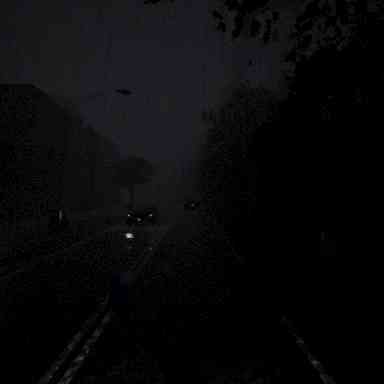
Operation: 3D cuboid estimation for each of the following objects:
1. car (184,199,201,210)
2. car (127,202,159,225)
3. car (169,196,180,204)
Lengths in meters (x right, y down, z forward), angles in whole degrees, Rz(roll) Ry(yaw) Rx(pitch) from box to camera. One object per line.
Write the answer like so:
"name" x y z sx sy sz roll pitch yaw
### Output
"car" 0.062 1.488 40.905 1.994 1.385 4.181 0 0 0
"car" -3.371 1.484 23.552 1.812 1.442 4.674 0 0 0
"car" -3.323 1.460 64.193 1.812 1.442 4.674 0 0 1
